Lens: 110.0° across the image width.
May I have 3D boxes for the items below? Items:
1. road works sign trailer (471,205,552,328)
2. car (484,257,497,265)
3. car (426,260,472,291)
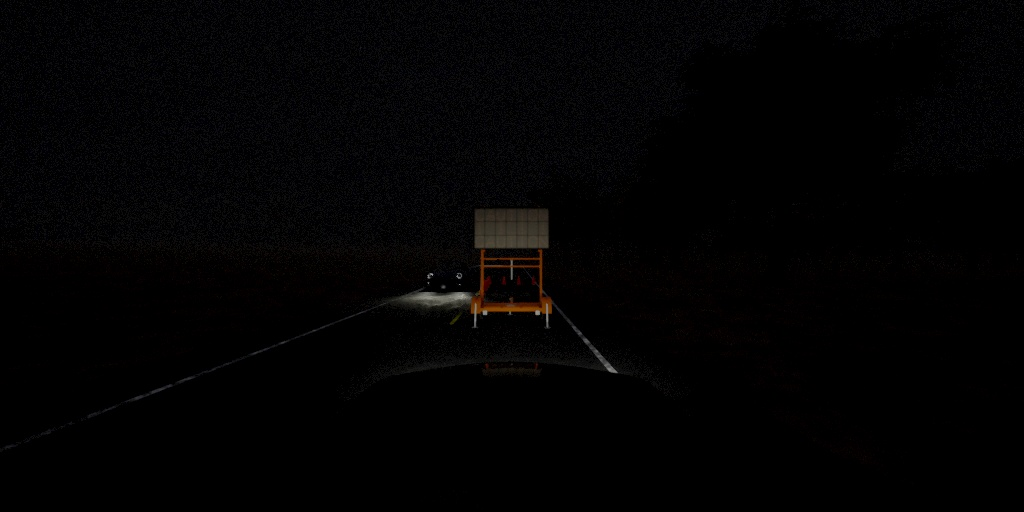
[{"bbox_3d":[-0.009,0.203,11.305,2.380,3.560,2.880,0,0,0],"label":"road works sign trailer"},{"bbox_3d":[-3.700,0.825,62.235,1.812,1.442,4.674,0,1,0],"label":"car"},{"bbox_3d":[-3.641,1.050,21.249,2.097,1.767,4.553,0,0,0],"label":"car"}]
